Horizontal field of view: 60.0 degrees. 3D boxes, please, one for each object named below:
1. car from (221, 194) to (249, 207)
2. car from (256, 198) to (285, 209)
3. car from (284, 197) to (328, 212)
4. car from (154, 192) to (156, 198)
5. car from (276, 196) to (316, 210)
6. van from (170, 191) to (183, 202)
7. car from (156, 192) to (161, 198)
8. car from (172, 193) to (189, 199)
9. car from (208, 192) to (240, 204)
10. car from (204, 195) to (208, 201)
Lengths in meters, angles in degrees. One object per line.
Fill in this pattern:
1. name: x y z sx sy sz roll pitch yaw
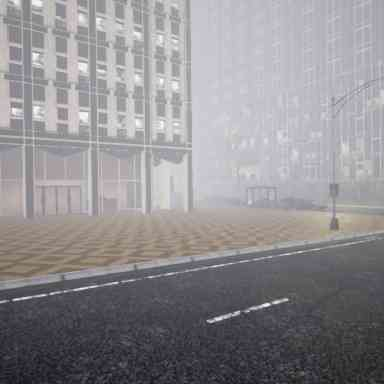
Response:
1. car: 6.439 1.318 45.997 1.947 1.339 4.313 -1 1 -34
2. car: 9.592 1.386 41.269 1.802 1.307 4.206 -1 1 -34
3. car: 12.779 1.422 36.561 1.947 1.339 4.313 -1 1 -34
4. car: -9.003 0.684 83.616 1.967 1.590 4.097 0 1 -34
5. car: 12.832 1.303 41.304 1.812 1.442 4.674 -1 1 -34
6. van: -3.121 0.936 60.112 1.690 1.788 3.998 0 1 -34
7. car: -5.802 0.613 78.919 2.192 1.841 5.009 0 1 -34
8. car: -2.600 0.934 74.226 1.802 1.307 4.206 0 1 -34
9. car: 5.050 1.177 52.734 1.812 1.442 4.674 -1 1 -34
10. car: 3.804 1.041 64.833 1.802 1.307 4.206 -1 1 -34
